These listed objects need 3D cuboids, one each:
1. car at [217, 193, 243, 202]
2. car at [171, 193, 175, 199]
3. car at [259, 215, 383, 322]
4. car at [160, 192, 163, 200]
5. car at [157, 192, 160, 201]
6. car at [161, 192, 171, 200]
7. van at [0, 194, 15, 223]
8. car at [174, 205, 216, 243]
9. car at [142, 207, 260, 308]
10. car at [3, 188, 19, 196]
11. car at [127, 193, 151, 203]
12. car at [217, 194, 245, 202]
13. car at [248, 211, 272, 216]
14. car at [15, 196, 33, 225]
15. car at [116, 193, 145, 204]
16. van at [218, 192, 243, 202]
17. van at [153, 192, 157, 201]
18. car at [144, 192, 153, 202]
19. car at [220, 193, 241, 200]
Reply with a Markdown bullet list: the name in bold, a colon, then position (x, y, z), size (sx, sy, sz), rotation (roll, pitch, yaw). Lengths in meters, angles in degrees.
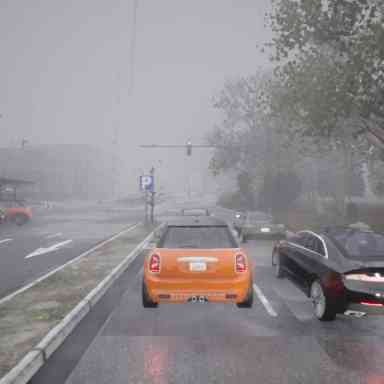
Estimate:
- **car**: position (7.605, 1.140, 66.607), size (4.553, 1.767, 2.185), rotation (1, 0, -14)
- **car**: position (-8.084, 1.063, 87.969), size (5.566, 2.045, 2.435), rotation (-1, 0, -12)
- **car**: position (3.102, 1.501, 7.244), size (2.128, 1.511, 4.902), rotation (0, 0, 0)
- **car**: position (-9.710, 1.357, 75.978), size (4.674, 1.452, 2.002), rotation (-1, 0, -13)
- **car**: position (-10.080, 1.320, 72.982), size (4.892, 1.521, 2.231), rotation (-1, 0, -14)
- **car**: position (-8.531, 1.355, 84.963), size (4.674, 1.452, 2.002), rotation (-1, 0, -12)
- **van**: position (-13.621, 1.296, 20.240), size (4.442, 1.987, 1.878), rotation (-1, 0, -20)
- **car**: position (0.154, 1.531, 17.207), size (1.837, 1.490, 4.892), rotation (0, 0, 1)
- **car**: position (0.104, 1.363, 8.121), size (2.097, 1.767, 4.553), rotation (0, 0, 0)
- **car**: position (-28.213, 0.136, 51.879), size (2.002, 1.452, 4.674), rotation (6, -3, -19)
- **car**: position (-10.768, 1.194, 66.971), size (4.553, 1.767, 2.185), rotation (-1, 0, -14)
- **car**: position (8.139, 1.262, 69.601), size (5.366, 1.575, 1.946), rotation (1, 0, -13)
- **car**: position (3.145, 1.587, 16.157), size (1.994, 1.385, 4.181), rotation (0, 0, 1)
- **car**: position (-13.649, 1.402, 23.217), size (4.553, 1.767, 2.185), rotation (-1, 0, -19)
- **car**: position (-11.501, 1.356, 61.026), size (4.792, 1.488, 2.163), rotation (-1, 0, -15)
- **van**: position (7.224, 1.041, 63.637), size (4.442, 1.987, 1.878), rotation (1, 0, -14)
- **van**: position (-10.305, 1.091, 70.011), size (4.442, 1.987, 1.878), rotation (-1, 0, -14)
- **car**: position (-10.859, 1.313, 64.018), size (5.366, 1.575, 1.946), rotation (-1, 0, -15)
- **car**: position (9.383, 1.127, 81.309), size (4.553, 1.767, 2.185), rotation (1, 0, -12)
